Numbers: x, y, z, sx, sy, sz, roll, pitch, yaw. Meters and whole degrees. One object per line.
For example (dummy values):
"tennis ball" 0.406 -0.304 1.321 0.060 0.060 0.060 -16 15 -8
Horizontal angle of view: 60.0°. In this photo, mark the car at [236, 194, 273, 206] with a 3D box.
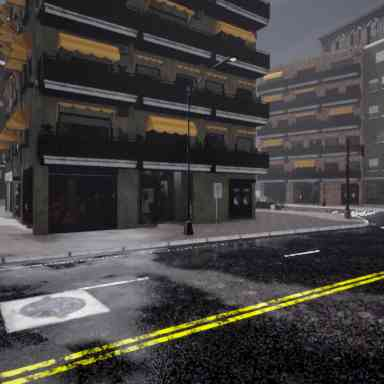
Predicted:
"car" 8.324 1.071 44.206 4.403 1.369 2.008 1 0 38

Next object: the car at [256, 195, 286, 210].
"car" 7.420 1.160 34.228 4.403 1.369 2.008 1 0 38
